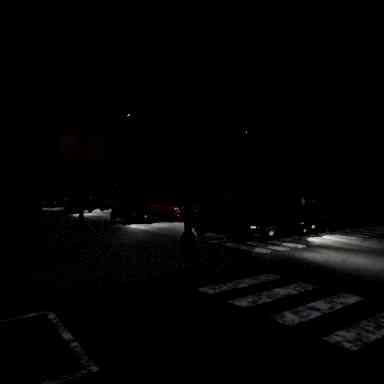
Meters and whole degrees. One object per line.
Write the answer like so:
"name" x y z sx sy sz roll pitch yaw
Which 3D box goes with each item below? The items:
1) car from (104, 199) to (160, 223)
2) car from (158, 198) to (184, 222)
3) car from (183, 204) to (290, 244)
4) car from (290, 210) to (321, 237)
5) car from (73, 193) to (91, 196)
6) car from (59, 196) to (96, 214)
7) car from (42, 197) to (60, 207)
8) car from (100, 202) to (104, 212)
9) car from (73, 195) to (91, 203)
"car" -4.652 1.474 25.209 1.837 1.490 4.892 0 0 -36
"car" -1.578 1.318 26.498 2.097 1.767 4.553 0 0 -36
"car" 1.933 1.477 16.032 2.128 1.511 4.902 0 0 -36
"car" 4.778 1.546 18.082 1.994 1.385 4.181 0 0 -39
"car" -18.676 1.131 56.230 2.150 2.045 5.566 0 0 -36
"car" -12.227 1.496 35.764 2.033 1.411 5.357 0 0 -36
"car" -21.273 1.446 48.535 1.882 1.535 5.008 0 0 -36
"car" -8.465 1.473 36.109 1.812 1.442 4.674 0 0 -36
"car" -21.979 1.366 66.414 1.882 1.535 5.008 0 0 -36
